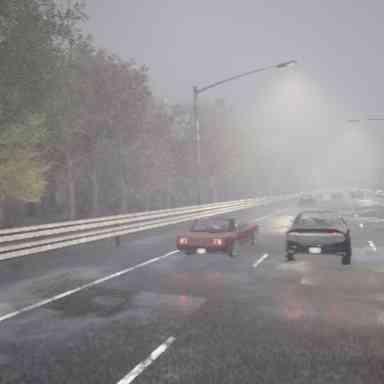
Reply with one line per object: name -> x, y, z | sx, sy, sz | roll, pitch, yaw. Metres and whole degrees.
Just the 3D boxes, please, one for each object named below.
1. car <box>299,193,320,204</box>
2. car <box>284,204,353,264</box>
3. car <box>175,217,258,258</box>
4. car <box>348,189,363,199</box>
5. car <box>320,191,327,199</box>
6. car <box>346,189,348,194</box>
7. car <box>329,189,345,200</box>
car -> 16.270, 0.936, 46.639 | 2.097, 1.767, 4.553 | -2, 0, 24
car -> 4.392, 1.380, 11.453 | 2.128, 1.511, 4.902 | -2, 0, 24
car -> 1.200, 1.610, 12.876 | 1.895, 1.301, 4.718 | -2, 0, 24
car -> 31.730, 0.426, 64.099 | 2.097, 1.767, 4.553 | -2, 0, 24
car -> 27.026, 0.857, 70.700 | 1.895, 1.301, 4.718 | -2, 0, 24
car -> 38.405, 0.364, 79.033 | 1.837, 1.490, 4.892 | -2, 0, 24
car -> 28.483, 0.672, 65.395 | 1.882, 1.535, 5.008 | -2, 0, 24
